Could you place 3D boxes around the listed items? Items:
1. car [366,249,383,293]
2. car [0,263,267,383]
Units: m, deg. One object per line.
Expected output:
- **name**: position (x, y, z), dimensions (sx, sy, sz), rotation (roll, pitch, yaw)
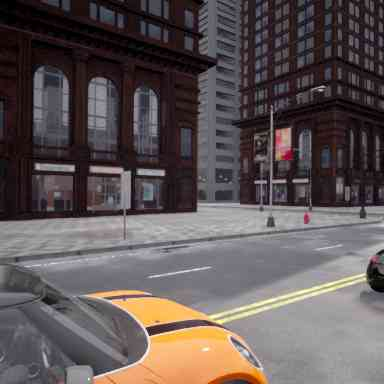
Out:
- **car**: position (5.890, 1.576, 7.665), dimensions (4.181, 1.385, 1.994), rotation (0, 0, -35)
- **car**: position (-1.536, 1.352, 2.343), dimensions (4.553, 1.767, 2.097), rotation (0, 0, -36)
